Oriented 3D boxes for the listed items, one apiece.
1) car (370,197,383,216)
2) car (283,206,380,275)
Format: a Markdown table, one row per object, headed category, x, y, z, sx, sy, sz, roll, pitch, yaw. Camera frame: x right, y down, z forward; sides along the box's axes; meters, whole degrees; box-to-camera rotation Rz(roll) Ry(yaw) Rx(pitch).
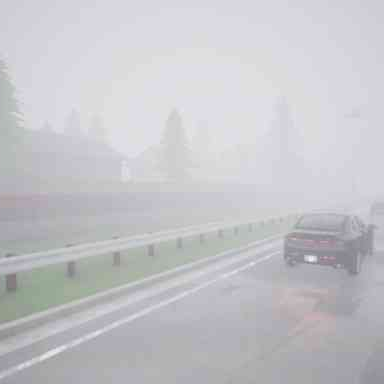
| category | x | y | z | sx | sy | sz | roll | pitch | yaw |
| --- | --- | --- | --- | --- | --- | --- | --- | --- | --- |
| car | 14.480 | 1.086 | 24.668 | 1.882 | 1.535 | 5.008 | 1 | 1 | 35 |
| car | 4.281 | 1.344 | 10.090 | 1.837 | 1.490 | 4.892 | 1 | 1 | 35 |
